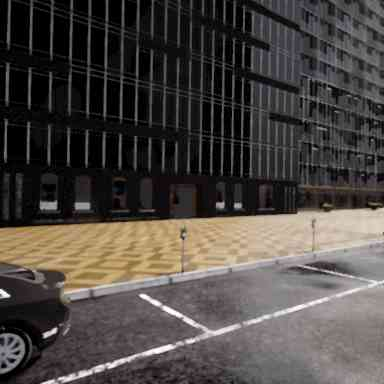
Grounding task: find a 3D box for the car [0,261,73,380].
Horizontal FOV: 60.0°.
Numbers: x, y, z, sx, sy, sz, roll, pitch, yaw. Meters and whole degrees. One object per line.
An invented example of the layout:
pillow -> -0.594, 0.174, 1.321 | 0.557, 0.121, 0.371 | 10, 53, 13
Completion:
car -> -3.727, 1.542, 3.890 | 4.403, 1.369, 2.008 | 1, 0, -35
